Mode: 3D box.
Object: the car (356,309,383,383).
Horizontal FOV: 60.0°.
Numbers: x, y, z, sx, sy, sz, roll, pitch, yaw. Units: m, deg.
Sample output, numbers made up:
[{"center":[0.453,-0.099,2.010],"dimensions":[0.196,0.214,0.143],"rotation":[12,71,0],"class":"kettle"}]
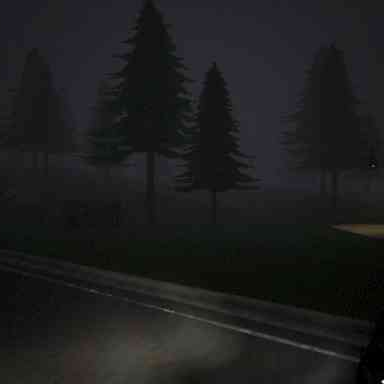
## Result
[{"center":[3.733,1.207,1.330],"dimensions":[5.566,2.045,2.150],"rotation":[-1,0,35],"class":"car"}]
